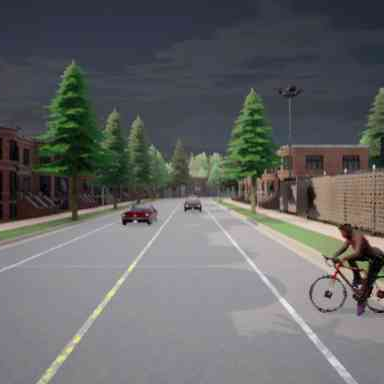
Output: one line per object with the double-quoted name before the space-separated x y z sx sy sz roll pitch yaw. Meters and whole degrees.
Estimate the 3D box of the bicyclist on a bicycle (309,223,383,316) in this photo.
"bicyclist on a bicycle" 2.957 1.397 6.050 1.656 1.620 0.582 0 0 0

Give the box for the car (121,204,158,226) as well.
"car" -3.514 1.518 22.862 1.895 1.301 4.718 0 0 0

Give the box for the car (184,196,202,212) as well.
"car" 0.097 1.468 36.741 1.895 1.301 4.718 0 0 0
